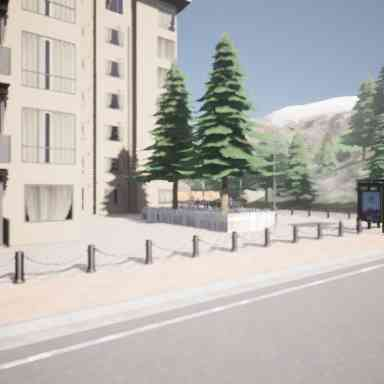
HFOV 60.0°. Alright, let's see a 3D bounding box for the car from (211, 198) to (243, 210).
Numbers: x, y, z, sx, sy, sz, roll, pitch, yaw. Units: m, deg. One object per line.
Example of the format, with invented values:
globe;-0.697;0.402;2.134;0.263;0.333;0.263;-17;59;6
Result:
car;4.383;1.516;42.707;1.837;1.490;4.892;0;0;-35
